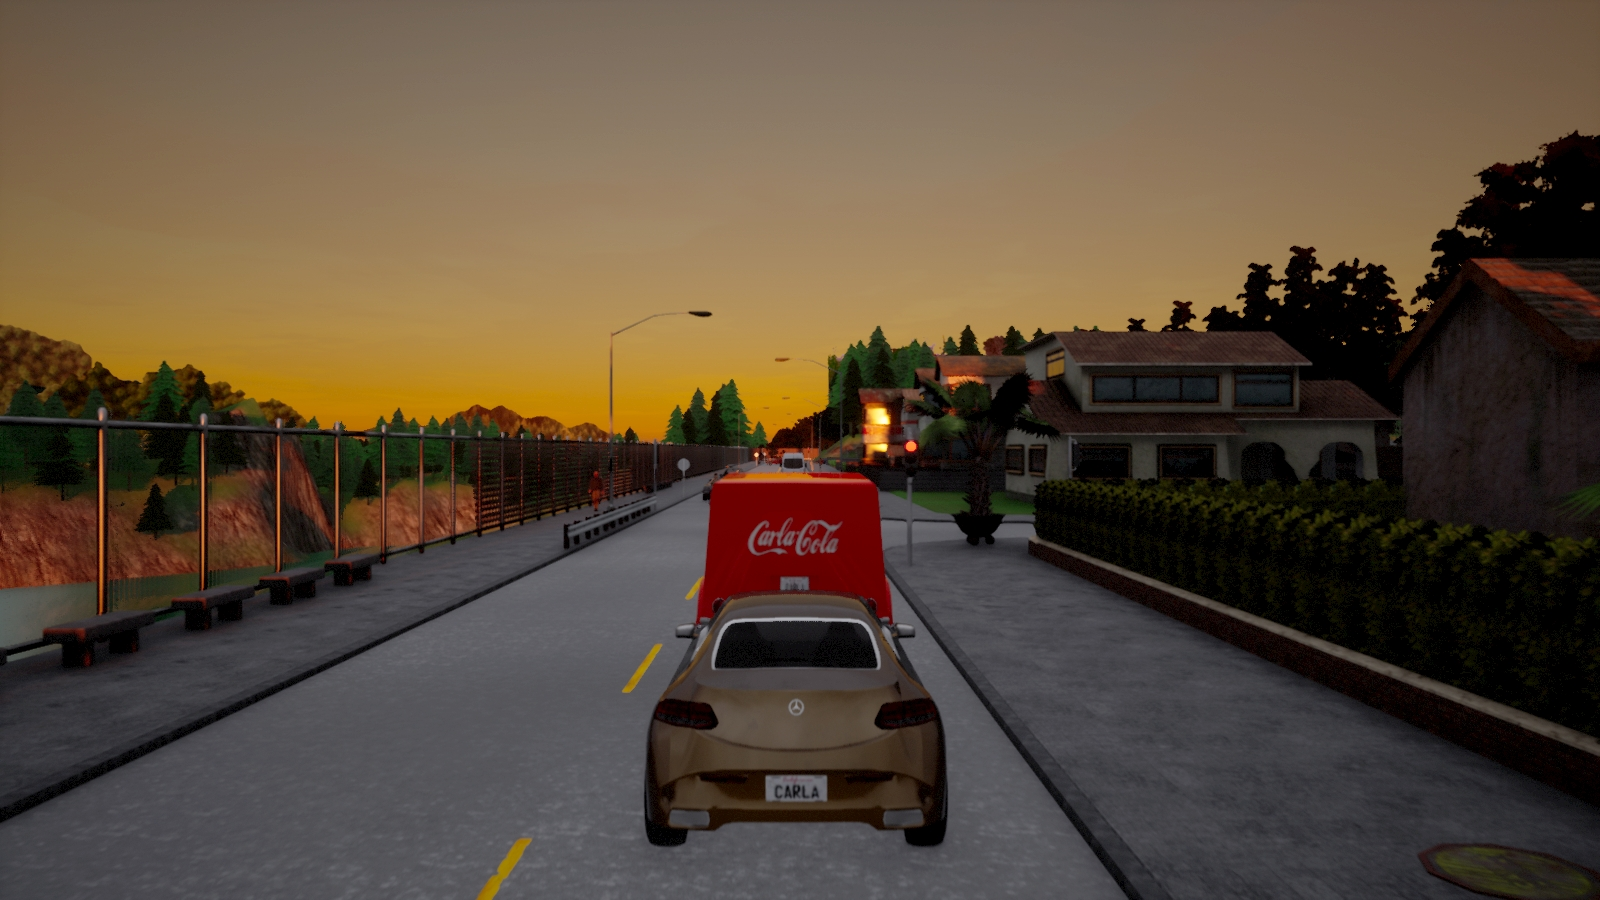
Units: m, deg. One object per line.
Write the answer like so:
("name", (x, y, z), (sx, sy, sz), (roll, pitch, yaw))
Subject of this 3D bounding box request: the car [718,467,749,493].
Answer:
("car", (-4.433, 2.000, 76.197), (1.851, 1.617, 3.988), (0, 0, 0))

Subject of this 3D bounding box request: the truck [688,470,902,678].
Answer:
("truck", (-0.077, 1.569, 16.635), (2.627, 2.467, 5.204), (0, 0, 0))

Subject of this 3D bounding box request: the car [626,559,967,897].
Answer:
("car", (-0.038, 1.992, 9.714), (2.152, 1.651, 5.027), (0, 0, 0))

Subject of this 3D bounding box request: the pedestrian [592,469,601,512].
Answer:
("pedestrian", (-8.768, 1.746, 49.151), (0.375, 1.860, 0.375), (0, 0, -9))

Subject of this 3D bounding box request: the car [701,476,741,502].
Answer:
("car", (-4.360, 2.156, 63.689), (1.895, 1.301, 4.718), (0, 0, 0))

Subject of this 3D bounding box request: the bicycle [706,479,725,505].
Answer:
("bicycle", (-4.324, 2.159, 58.731), (0.859, 1.276, 1.487), (0, 0, 0))
